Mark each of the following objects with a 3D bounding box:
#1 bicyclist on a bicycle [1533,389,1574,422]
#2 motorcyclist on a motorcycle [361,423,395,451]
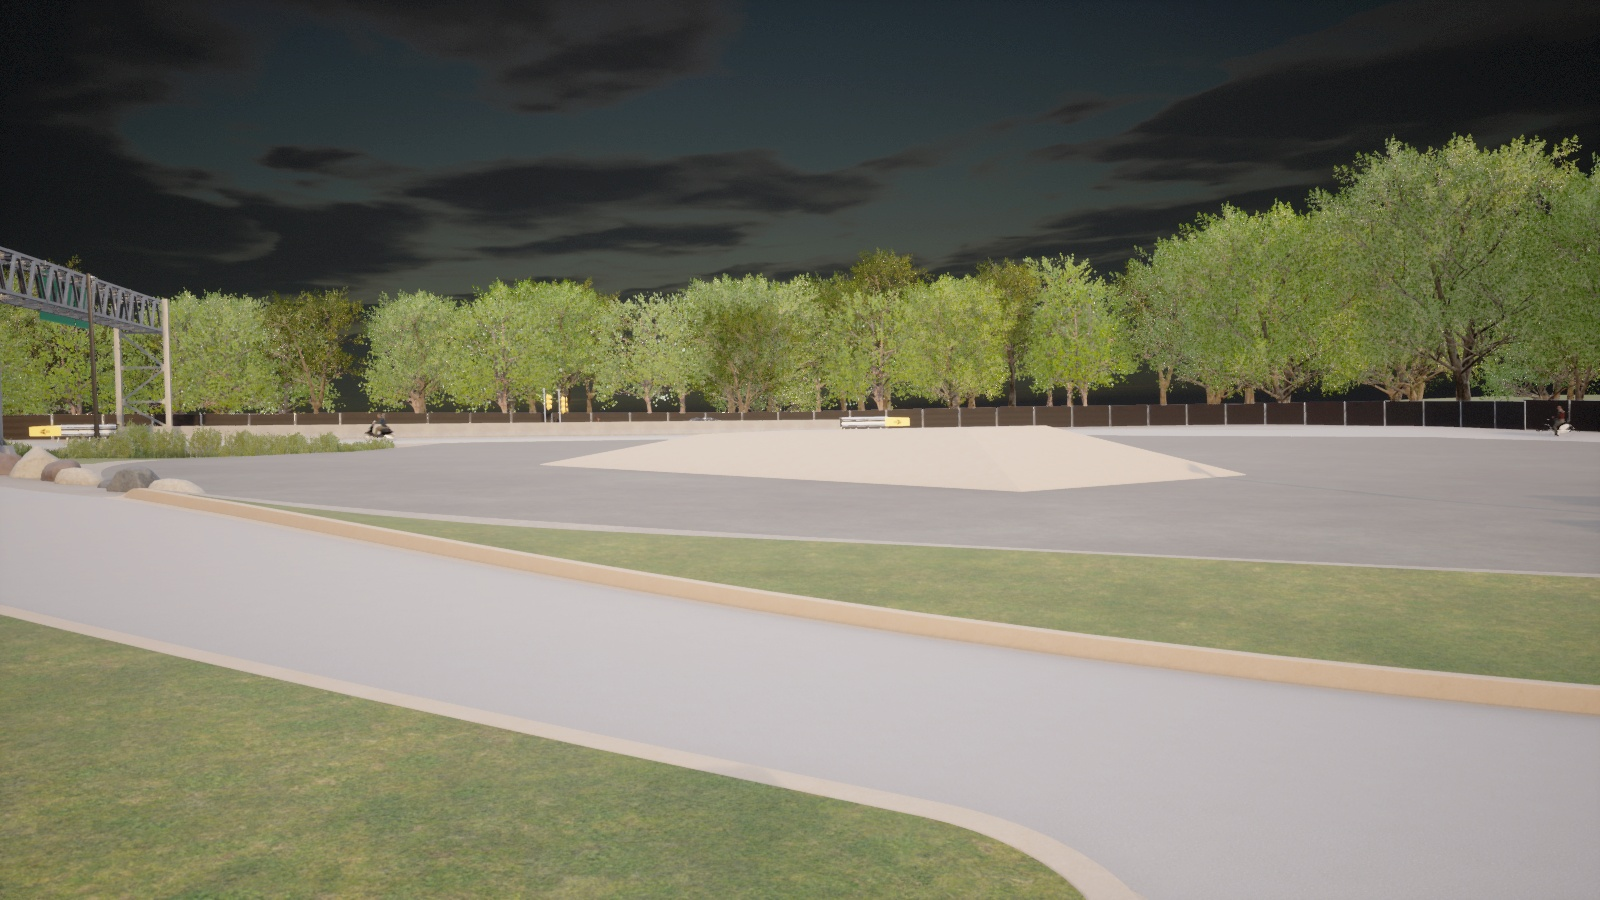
[{"bbox_3d":[42.312,-2.512,70.518,0.659,1.776,1.843,-6,5,-39],"label":"bicyclist on a bicycle"},{"bbox_3d":[-24.828,-0.786,73.905,1.817,1.590,0.866,-2,2,-16],"label":"motorcyclist on a motorcycle"}]
